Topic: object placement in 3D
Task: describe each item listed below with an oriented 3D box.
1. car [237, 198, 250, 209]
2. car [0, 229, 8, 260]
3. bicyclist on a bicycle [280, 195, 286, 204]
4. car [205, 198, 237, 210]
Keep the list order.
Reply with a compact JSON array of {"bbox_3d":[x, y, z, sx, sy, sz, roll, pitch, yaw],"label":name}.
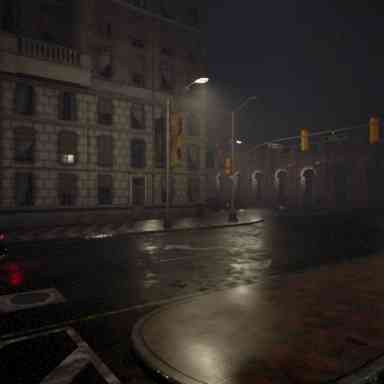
[{"bbox_3d":[5.752,1.526,45.238,1.812,1.442,4.674,0,0,-36],"label":"car"},{"bbox_3d":[-7.486,1.491,8.477,4.902,1.511,2.128,0,0,-35],"label":"car"},{"bbox_3d":[15.490,1.301,56.467,1.656,1.620,0.582,0,0,-36],"label":"bicyclist on a bicycle"},{"bbox_3d":[3.008,1.492,43.057,2.128,1.511,4.902,0,0,-36],"label":"car"}]
